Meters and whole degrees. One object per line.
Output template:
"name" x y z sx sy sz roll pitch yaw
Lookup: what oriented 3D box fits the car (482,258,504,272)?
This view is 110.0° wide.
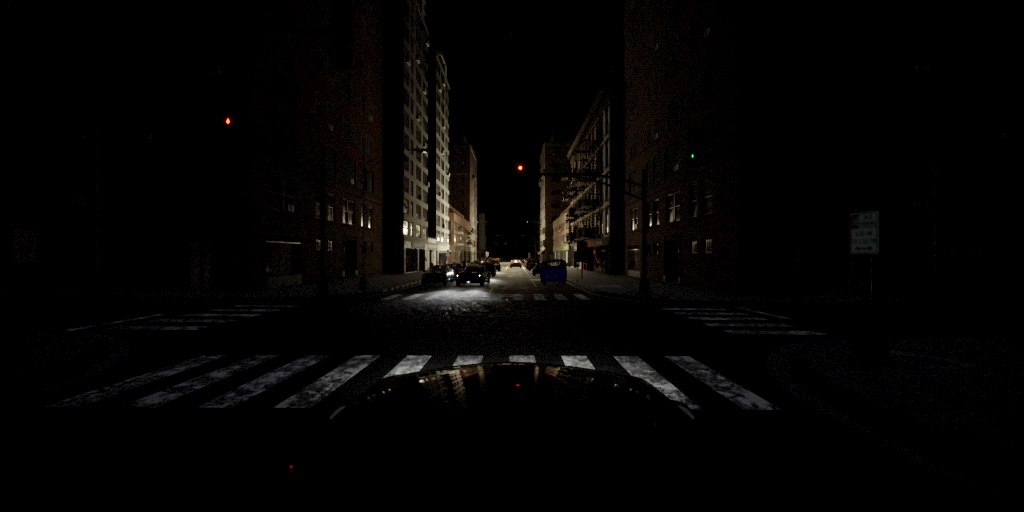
"car" -2.446 1.308 45.212 1.994 1.385 4.181 0 0 1

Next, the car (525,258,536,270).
"car" 3.058 1.325 48.099 1.802 1.307 4.207 0 0 1

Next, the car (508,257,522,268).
"car" 0.626 1.336 59.057 1.895 1.301 4.718 0 0 1

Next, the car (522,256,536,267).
"car" 3.110 1.054 53.781 2.192 1.841 5.009 0 0 1

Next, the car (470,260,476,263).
"car" -4.968 1.269 47.997 1.751 1.417 4.829 0 0 1

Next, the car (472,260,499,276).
"car" -2.544 1.349 35.158 1.895 1.301 4.718 0 0 1

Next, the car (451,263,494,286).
"car" -2.649 1.349 25.147 1.895 1.301 4.718 0 0 4

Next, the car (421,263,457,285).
"car" -5.175 1.299 25.440 2.007 1.370 4.403 0 0 1

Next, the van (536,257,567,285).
"van" 2.850 1.089 25.375 1.690 1.789 3.998 0 0 1

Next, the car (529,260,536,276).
"car" 2.954 1.329 36.736 1.802 1.307 4.207 0 0 1
